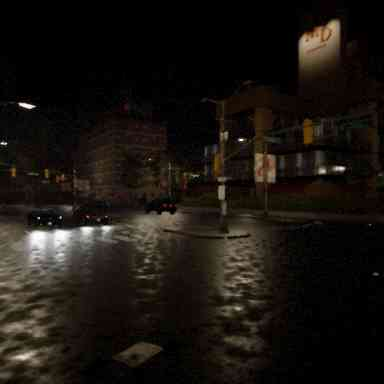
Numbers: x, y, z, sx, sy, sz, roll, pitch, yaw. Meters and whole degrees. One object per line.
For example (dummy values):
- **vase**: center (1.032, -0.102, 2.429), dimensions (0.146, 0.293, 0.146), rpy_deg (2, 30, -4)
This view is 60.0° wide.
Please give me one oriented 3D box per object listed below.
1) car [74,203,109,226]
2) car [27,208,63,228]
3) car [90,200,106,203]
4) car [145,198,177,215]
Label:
- **car**: center (-8.399, 1.887, 27.365), dimensions (1.812, 1.442, 4.674), rpy_deg (1, -1, -33)
- **car**: center (-11.150, 1.920, 25.175), dimensions (1.895, 1.301, 4.718), rpy_deg (1, -1, -33)
- **car**: center (-14.858, 2.032, 51.434), dimensions (4.553, 1.767, 2.097), rpy_deg (-1, -1, 41)
- **car**: center (-3.971, 1.806, 41.892), dimensions (2.150, 2.045, 5.566), rpy_deg (1, -1, -33)
